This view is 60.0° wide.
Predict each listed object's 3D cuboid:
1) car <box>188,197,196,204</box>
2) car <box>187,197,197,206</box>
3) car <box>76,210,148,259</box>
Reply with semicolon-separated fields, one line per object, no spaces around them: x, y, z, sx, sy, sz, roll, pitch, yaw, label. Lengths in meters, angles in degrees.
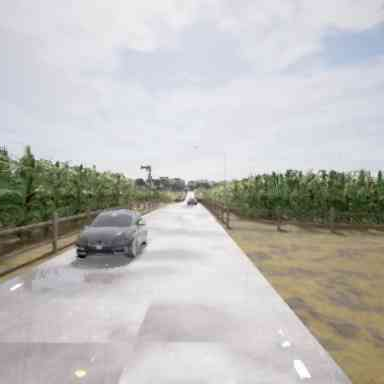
-0.004;1.874;71.972;1.837;1.490;4.892;0;-1;0;car
-0.003;1.901;61.993;1.895;1.301;4.718;0;-1;0;car
-2.822;1.474;12.603;1.837;1.490;4.892;0;0;0;car
